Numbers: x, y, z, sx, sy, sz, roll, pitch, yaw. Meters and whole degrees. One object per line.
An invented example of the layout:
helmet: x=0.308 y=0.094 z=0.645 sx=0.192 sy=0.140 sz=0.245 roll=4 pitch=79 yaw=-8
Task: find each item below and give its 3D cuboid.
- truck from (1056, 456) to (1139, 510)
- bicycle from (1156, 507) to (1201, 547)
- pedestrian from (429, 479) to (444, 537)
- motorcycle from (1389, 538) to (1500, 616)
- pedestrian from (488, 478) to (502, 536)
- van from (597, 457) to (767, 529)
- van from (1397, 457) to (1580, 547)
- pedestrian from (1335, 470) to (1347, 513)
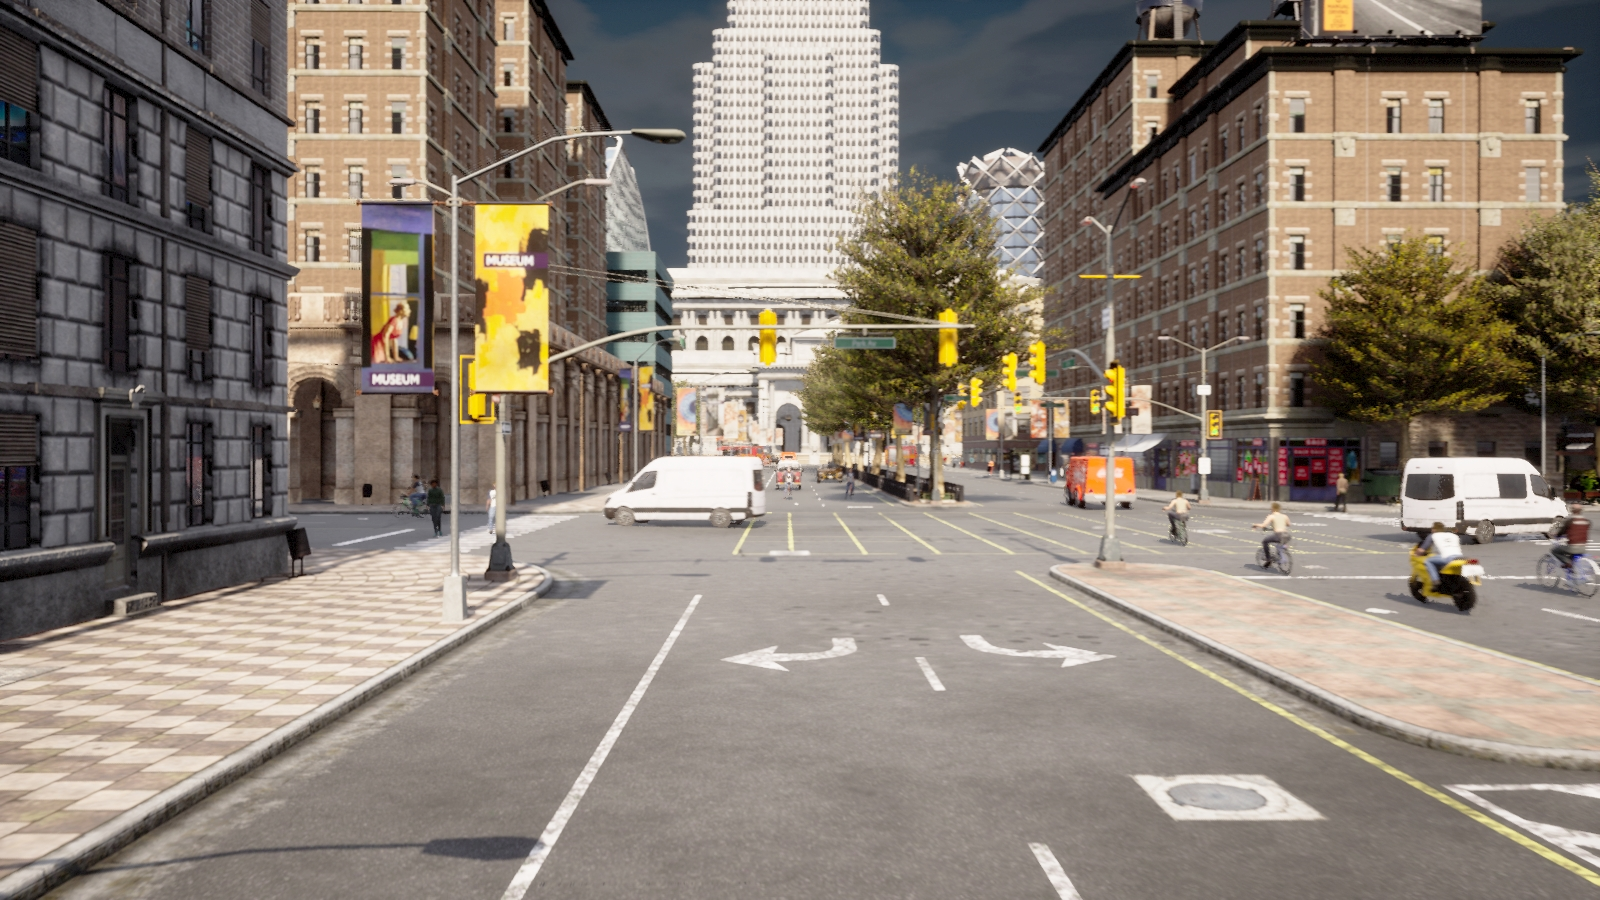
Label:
truck: x=14.460 y=1.564 z=55.870 sx=2.627 sy=2.467 sz=5.204 roll=0 pitch=0 yaw=-1
bicycle: x=11.166 y=2.253 z=33.749 sx=0.859 sy=1.080 sz=1.487 roll=0 pitch=0 yaw=0
pedestrian: x=-11.671 y=1.854 z=36.686 sx=0.375 sy=1.860 sz=0.375 roll=0 pitch=0 yaw=-1
motorcycle: x=11.317 y=2.209 z=20.152 sx=0.803 sy=1.145 sz=2.033 roll=0 pitch=0 yaw=-1
pedestrian: x=-9.893 y=1.854 z=37.050 sx=0.375 sy=1.860 sz=0.375 roll=0 pitch=0 yaw=-1
van: x=-4.318 y=1.537 z=42.097 sx=5.915 sy=2.561 sz=1.988 roll=0 pitch=-1 yaw=12
van: x=21.201 y=1.527 z=35.127 sx=5.915 sy=2.561 sz=1.988 roll=0 pitch=-1 yaw=-27
pedestrian: x=24.046 y=1.841 z=50.760 sx=0.375 sy=1.860 sz=0.375 roll=0 pitch=0 yaw=1
